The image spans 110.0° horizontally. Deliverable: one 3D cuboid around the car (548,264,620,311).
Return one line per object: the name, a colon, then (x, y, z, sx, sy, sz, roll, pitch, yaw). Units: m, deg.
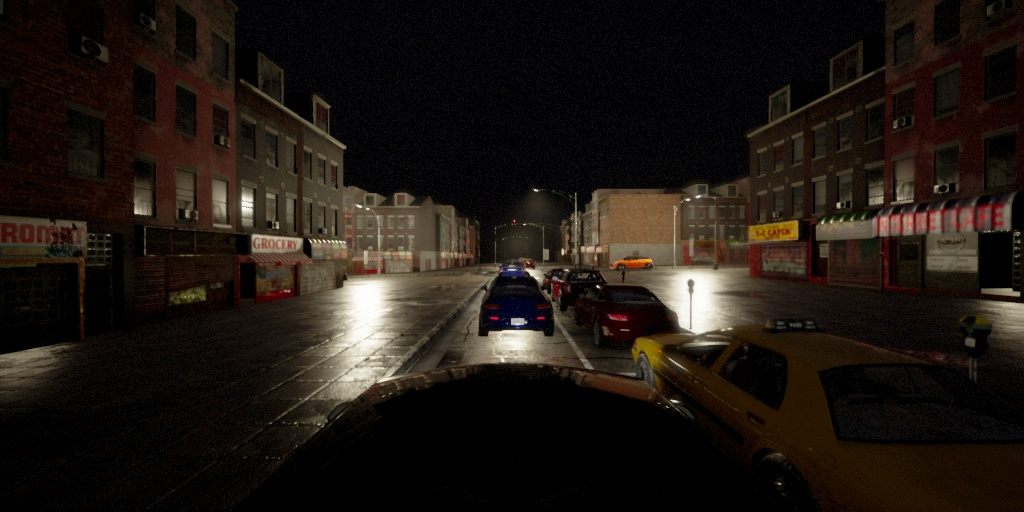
car: (2.651, 1.193, 14.387, 1.967, 1.591, 4.097, 0, 0, 0)

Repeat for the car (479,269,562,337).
car: (0.082, 1.276, 10.169, 1.812, 1.442, 4.674, 0, 0, -1)

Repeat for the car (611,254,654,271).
car: (13.398, 0.733, 40.351, 4.553, 1.767, 2.097, -1, 0, 0)

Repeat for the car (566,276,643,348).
car: (2.646, 1.332, 8.921, 1.802, 1.307, 4.207, 0, 0, 0)

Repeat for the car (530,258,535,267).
car: (2.696, 1.305, 57.194, 1.967, 1.591, 4.097, 0, 0, 0)

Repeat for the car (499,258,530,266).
car: (0.015, 1.123, 27.519, 2.097, 1.767, 4.553, 0, 0, 0)

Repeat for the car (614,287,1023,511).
car: (2.640, 1.275, 3.624, 1.751, 1.417, 4.829, 0, 0, 0)

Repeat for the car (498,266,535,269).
car: (0.122, 1.357, 17.621, 1.895, 1.301, 4.718, 0, 0, 0)
